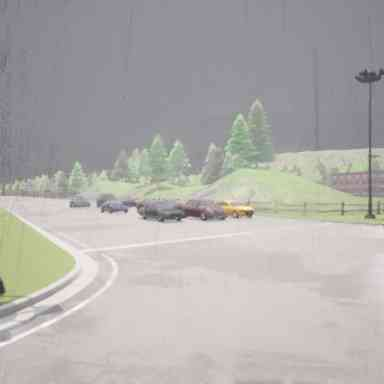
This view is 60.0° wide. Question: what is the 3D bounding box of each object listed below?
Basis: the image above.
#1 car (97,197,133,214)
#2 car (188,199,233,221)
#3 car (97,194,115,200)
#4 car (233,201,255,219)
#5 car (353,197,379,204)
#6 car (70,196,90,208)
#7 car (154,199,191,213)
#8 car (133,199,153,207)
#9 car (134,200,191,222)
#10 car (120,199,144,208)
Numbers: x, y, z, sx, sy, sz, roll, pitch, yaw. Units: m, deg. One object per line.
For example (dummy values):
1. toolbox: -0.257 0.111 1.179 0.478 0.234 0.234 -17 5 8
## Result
1. car: -8.554 1.609 36.577 1.812 1.442 4.674 0 0 -33
2. car: 0.991 1.414 28.083 2.097 1.767 4.553 0 0 -32
3. car: -12.489 1.327 49.354 2.150 2.045 5.566 0 1 -32
4. car: 3.615 1.544 30.480 1.882 1.535 5.008 0 0 -32
5. car: 35.271 1.675 67.533 2.033 1.411 5.357 0 0 -18
6. car: -16.623 1.465 49.354 2.097 1.767 4.553 0 0 -32
7. car: -2.447 1.636 40.014 2.033 1.411 5.357 0 0 -32
8. car: -4.369 1.559 36.512 1.882 1.535 5.008 0 0 -32
9. car: -2.561 1.608 27.139 2.033 1.411 5.357 0 0 -32
10. car: -9.169 1.714 50.640 1.895 1.301 4.718 0 0 -32
